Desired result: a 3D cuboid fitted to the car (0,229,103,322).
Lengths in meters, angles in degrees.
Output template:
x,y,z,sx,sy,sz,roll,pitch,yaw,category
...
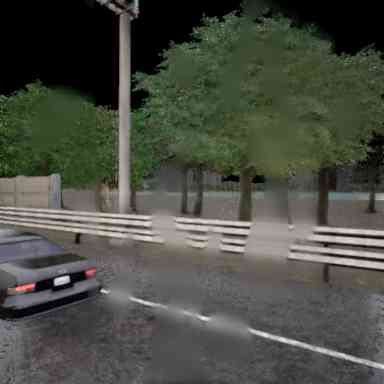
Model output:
x,y,z,sx,sy,sz,roll,pitch,yaw,category
-4.211,1.514,7.010,5.357,1.411,2.033,0,0,36,car
